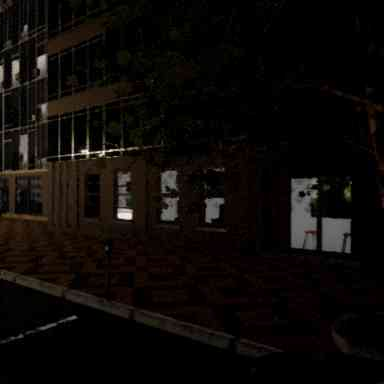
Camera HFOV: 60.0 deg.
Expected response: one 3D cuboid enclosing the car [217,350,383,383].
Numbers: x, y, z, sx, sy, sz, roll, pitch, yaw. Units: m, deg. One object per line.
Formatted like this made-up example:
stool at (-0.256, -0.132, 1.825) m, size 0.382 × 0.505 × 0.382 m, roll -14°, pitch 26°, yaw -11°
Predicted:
car at (1.961, 1.553, 1.477) m, size 4.403 × 1.369 × 2.008 m, roll 0°, pitch 0°, yaw 36°
